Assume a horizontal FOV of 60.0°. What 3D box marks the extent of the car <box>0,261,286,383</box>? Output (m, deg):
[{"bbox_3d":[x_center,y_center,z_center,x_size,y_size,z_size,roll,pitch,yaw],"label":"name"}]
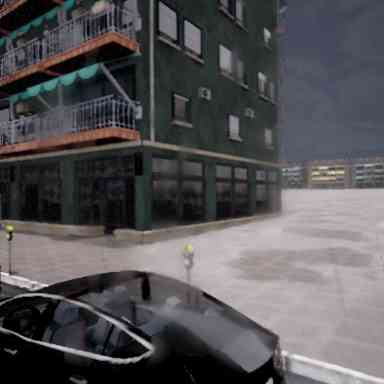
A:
[{"bbox_3d":[-1.149,1.583,3.701,4.313,1.339,1.947,0,0,36],"label":"car"}]
